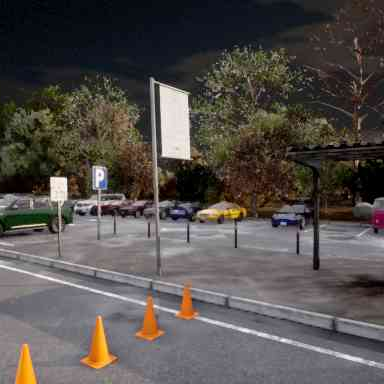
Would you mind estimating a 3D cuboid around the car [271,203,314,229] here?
[{"bbox_3d":[6.932,1.513,22.142,2.163,1.488,4.792,0,0,35],"label":"car"}]

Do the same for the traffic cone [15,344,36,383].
[{"bbox_3d":[-1.817,1.957,3.621,0.340,0.580,0.340,0,0,35],"label":"traffic cone"}]

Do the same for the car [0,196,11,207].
[{"bbox_3d":[-29.293,1.332,47.845,1.946,1.575,5.366,1,0,35],"label":"car"}]

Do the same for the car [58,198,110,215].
[{"bbox_3d":[-11.226,1.461,34.922,2.231,1.521,4.892,0,0,35],"label":"car"}]

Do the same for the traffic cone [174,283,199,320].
[{"bbox_3d":[-0.092,1.957,6.070,0.340,0.580,0.340,0,0,36],"label":"traffic cone"}]

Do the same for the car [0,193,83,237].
[{"bbox_3d":[-8.959,1.221,17.319,2.435,2.045,5.566,0,0,35],"label":"car"}]

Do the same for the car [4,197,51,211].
[{"bbox_3d":[-20.298,1.452,41.335,2.163,1.488,4.792,0,0,35],"label":"car"}]

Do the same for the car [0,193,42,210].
[{"bbox_3d":[-22.600,1.153,42.882,2.435,2.045,5.566,0,0,35],"label":"car"}]

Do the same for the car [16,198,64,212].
[{"bbox_3d":[-18.054,1.468,39.688,2.163,1.488,4.792,0,0,35],"label":"car"}]

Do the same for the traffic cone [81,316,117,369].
[{"bbox_3d":[-1.242,1.957,4.438,0.340,0.580,0.340,0,0,35],"label":"traffic cone"}]

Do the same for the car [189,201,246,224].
[{"bbox_3d":[2.298,1.475,25.204,1.946,1.575,5.366,0,0,35],"label":"car"}]

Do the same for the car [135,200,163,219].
[{"bbox_3d":[-2.134,1.473,28.551,2.231,1.521,4.892,0,0,35],"label":"car"}]

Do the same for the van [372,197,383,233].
[{"bbox_3d":[11.558,1.264,19.071,1.878,1.987,4.442,0,0,35],"label":"van"}]

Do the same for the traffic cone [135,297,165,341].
[{"bbox_3d":[-0.667,1.957,5.254,0.340,0.580,0.340,0,0,35],"label":"traffic cone"}]

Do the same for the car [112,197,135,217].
[{"bbox_3d":[-4.406,1.469,30.146,2.097,1.535,5.008,0,0,35],"label":"car"}]

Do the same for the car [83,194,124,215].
[{"bbox_3d":[-8.968,1.212,33.308,2.435,2.045,5.566,0,0,35],"label":"car"}]

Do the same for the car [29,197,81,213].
[{"bbox_3d":[-15.662,1.444,38.270,1.946,1.575,5.366,0,0,35],"label":"car"}]

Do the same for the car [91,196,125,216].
[{"bbox_3d":[-6.678,1.466,31.741,2.097,1.535,5.008,0,0,35],"label":"car"}]

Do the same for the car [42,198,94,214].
[{"bbox_3d":[-13.499,1.455,36.519,2.097,1.535,5.008,0,0,35],"label":"car"}]

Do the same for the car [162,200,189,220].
[{"bbox_3d":[0.150,1.504,26.975,2.163,1.488,4.792,0,0,35],"label":"car"}]
